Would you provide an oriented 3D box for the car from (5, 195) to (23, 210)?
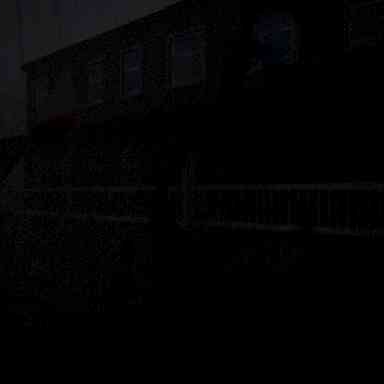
[{"bbox_3d":[-15.397,1.057,27.943,1.994,1.385,4.181,0,14,34],"label":"car"}]
